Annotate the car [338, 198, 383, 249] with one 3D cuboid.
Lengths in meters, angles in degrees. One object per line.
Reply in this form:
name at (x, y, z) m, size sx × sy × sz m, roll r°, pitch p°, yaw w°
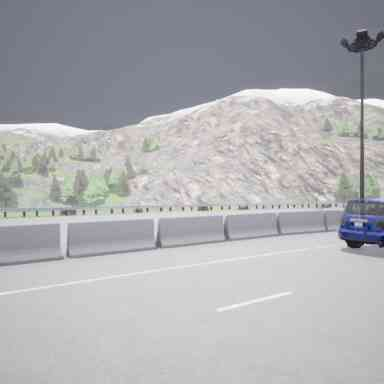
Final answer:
car at (8.271, 1.258, 13.231) m, size 5.566 × 2.045 × 2.150 m, roll 0°, pitch 0°, yaw -30°
